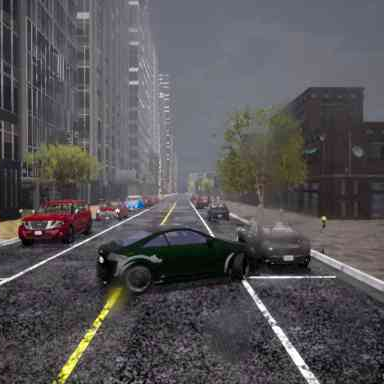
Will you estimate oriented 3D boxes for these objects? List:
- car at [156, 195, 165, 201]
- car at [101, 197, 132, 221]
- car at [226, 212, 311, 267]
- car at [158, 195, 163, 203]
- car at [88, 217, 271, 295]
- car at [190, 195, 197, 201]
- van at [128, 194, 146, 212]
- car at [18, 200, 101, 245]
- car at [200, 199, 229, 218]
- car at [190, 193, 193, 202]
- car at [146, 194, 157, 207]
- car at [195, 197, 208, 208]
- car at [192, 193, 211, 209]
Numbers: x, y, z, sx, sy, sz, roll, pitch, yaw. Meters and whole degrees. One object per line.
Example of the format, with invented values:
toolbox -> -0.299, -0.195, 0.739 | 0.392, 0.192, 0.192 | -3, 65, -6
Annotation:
car -> -7.850, 1.491, 82.702 | 1.752, 1.417, 4.829 | -1, 0, -1
car -> -6.390, 1.430, 26.816 | 1.967, 1.590, 4.097 | -1, 0, -1
car -> 2.549, 1.547, 11.161 | 2.008, 1.369, 4.403 | -1, 0, -1
car -> -7.417, 1.518, 66.274 | 1.887, 1.381, 4.507 | -1, 0, -1
car -> -0.318, 1.556, 8.659 | 4.181, 1.385, 1.994 | 0, 0, -26
car -> 0.378, 1.545, 88.614 | 1.802, 1.307, 4.206 | -1, 0, -1
van -> -6.691, 1.326, 38.609 | 1.690, 1.788, 3.998 | -1, 0, -1
car -> -6.190, 1.309, 15.748 | 2.192, 1.841, 5.009 | -1, 0, -1
car -> 2.013, 1.541, 27.021 | 2.008, 1.369, 4.403 | -1, 0, -1
car -> 0.812, 1.286, 72.017 | 2.192, 1.841, 5.009 | -1, 0, -1
car -> -6.982, 1.295, 49.675 | 2.192, 1.841, 5.009 | -1, 0, -1
car -> 1.394, 1.506, 50.056 | 1.752, 1.417, 4.829 | -1, 0, -1
car -> 1.541, 1.298, 44.353 | 2.192, 1.841, 5.009 | -1, 0, -1
